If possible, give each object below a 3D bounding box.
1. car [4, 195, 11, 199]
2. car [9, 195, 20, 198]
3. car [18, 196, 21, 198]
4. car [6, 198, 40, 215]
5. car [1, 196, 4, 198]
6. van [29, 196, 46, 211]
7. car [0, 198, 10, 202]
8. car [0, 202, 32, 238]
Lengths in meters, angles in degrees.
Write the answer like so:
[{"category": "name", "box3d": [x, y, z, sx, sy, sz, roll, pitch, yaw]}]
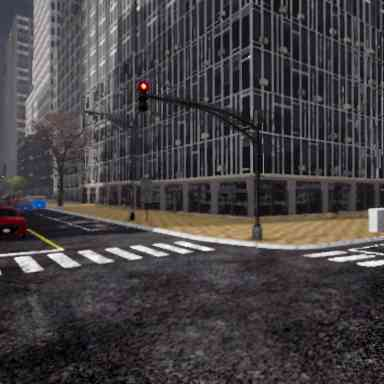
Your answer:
[{"category": "car", "box3d": [-32.144, 1.369, 60.190, 2.192, 1.841, 5.009, 1, 0, -34]}, {"category": "car", "box3d": [-28.943, 1.634, 55.493, 1.802, 1.307, 4.206, 1, 0, -34]}, {"category": "car", "box3d": [-22.537, 1.630, 46.102, 1.802, 1.307, 4.206, 1, 0, -34]}, {"category": "car", "box3d": [-17.142, 1.581, 33.597, 2.033, 1.411, 5.357, 0, 0, -34]}, {"category": "car", "box3d": [-35.348, 1.496, 64.884, 1.967, 1.590, 4.097, 1, 0, -34]}, {"category": "van", "box3d": [-19.332, 1.386, 41.408, 1.690, 1.788, 3.998, 1, 0, -34]}, {"category": "car", "box3d": [-15.285, 1.497, 25.187, 1.882, 1.535, 5.008, 0, 0, -34]}, {"category": "car", "box3d": [-9.870, 1.490, 17.246, 1.882, 1.535, 5.008, 0, 0, -34]}]
